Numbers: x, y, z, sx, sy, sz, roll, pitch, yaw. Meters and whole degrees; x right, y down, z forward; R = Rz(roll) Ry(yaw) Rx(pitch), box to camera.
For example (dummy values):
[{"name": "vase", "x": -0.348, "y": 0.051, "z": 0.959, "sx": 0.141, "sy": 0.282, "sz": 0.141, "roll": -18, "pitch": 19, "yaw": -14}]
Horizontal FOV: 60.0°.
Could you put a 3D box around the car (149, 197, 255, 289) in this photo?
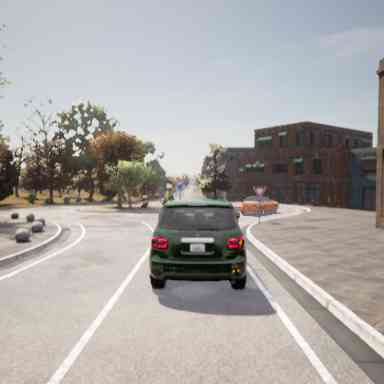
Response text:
[{"name": "car", "x": 0.186, "y": 1.191, "z": 9.261, "sx": 2.150, "sy": 2.045, "sz": 5.566, "roll": 0, "pitch": 0, "yaw": 2}]

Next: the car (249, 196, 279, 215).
[{"name": "car", "x": 6.488, "y": 1.129, "z": 31.378, "sx": 2.097, "sy": 1.767, "sz": 4.553, "roll": 2, "pitch": 2, "yaw": 37}]
